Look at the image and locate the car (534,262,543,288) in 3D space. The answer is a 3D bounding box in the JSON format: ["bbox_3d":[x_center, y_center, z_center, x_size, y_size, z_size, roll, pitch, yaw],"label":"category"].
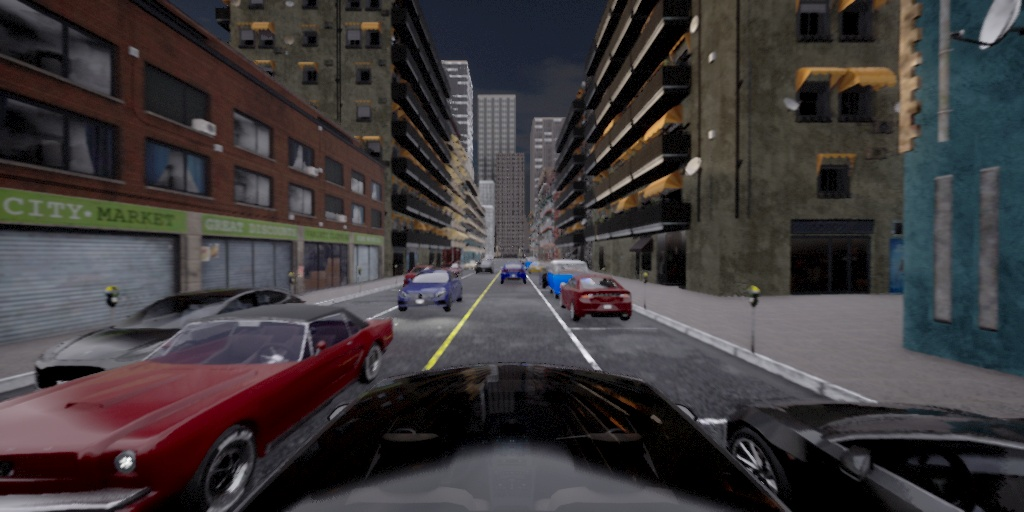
[{"bbox_3d":[2.693,1.309,23.351,1.948,1.339,4.313,0,0,0],"label":"car"}]

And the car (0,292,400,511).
[{"bbox_3d":[-3.090,1.350,4.347,1.895,1.301,4.718,0,0,0],"label":"car"}]

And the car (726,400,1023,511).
[{"bbox_3d":[2.689,1.316,1.258,1.948,1.339,4.313,0,0,0],"label":"car"}]

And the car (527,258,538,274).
[{"bbox_3d":[2.695,1.266,40.091,1.751,1.417,4.829,0,0,0],"label":"car"}]

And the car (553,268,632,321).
[{"bbox_3d":[2.691,1.291,12.304,1.888,1.381,4.507,0,0,0],"label":"car"}]

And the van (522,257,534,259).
[{"bbox_3d":[2.696,1.082,50.969,1.690,1.789,3.998,0,0,0],"label":"van"}]

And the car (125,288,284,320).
[{"bbox_3d":[-5.691,1.314,6.795,1.948,1.339,4.313,0,0,0],"label":"car"}]

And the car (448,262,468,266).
[{"bbox_3d":[-5.687,1.323,34.412,1.802,1.307,4.207,0,0,0],"label":"car"}]

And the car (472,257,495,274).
[{"bbox_3d":[-3.009,1.218,40.695,1.882,1.535,5.008,0,0,0],"label":"car"}]

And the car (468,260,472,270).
[{"bbox_3d":[-5.685,1.266,50.812,1.751,1.417,4.829,0,0,0],"label":"car"}]

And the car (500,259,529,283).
[{"bbox_3d":[0.106,1.220,27.741,1.882,1.535,5.008,0,0,0],"label":"car"}]

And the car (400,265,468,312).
[{"bbox_3d":[-3.089,1.271,14.418,1.812,1.442,4.674,0,0,0],"label":"car"}]

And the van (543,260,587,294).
[{"bbox_3d":[2.692,1.085,17.828,1.690,1.789,3.998,0,0,0],"label":"van"}]
